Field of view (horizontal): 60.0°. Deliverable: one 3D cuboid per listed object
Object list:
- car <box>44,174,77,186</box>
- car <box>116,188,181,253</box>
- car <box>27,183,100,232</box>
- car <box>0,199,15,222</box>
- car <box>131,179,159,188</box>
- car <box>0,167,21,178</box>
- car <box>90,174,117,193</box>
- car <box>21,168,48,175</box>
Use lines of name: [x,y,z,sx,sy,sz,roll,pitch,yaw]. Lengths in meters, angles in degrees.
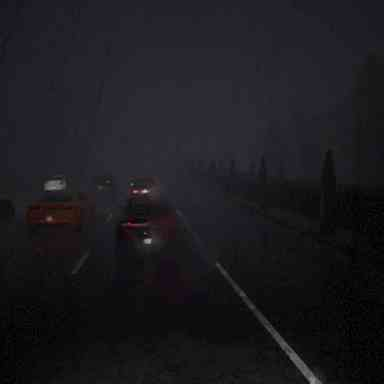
car: [-10.970,-0.758,27.886,1.812,1.442,4.674,-1,6,-8]
car: [-1.477,0.908,11.220,2.128,1.511,4.902,-1,4,-8]
car: [-5.445,0.631,14.355,1.882,1.535,5.008,-1,4,-8]
car: [-8.838,0.732,13.357,2.128,1.511,4.902,-1,5,-8]
car: [-3.329,-0.256,23.705,2.033,1.411,5.357,-1,6,-8]
car: [-24.056,-2.529,43.720,1.837,1.490,4.892,-1,6,-8]
car: [-7.506,-0.828,28.367,2.128,1.511,4.902,-1,6,-8]
car: [-20.582,-2.501,44.135,1.994,1.385,4.181,-1,6,-8]
